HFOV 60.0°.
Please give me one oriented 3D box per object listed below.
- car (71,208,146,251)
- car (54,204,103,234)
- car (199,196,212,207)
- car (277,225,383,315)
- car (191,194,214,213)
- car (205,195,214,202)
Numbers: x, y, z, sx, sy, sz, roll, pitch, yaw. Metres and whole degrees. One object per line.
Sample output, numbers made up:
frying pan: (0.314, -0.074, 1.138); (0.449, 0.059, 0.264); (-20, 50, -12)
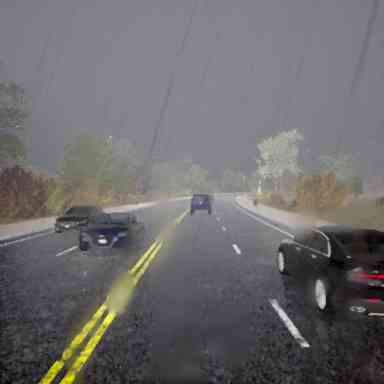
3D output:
car: (-3.171, 1.563, 13.884); (1.994, 1.385, 4.181); (0, 0, 1)
car: (-6.285, 1.503, 19.342); (1.837, 1.490, 4.892); (0, 0, 2)
car: (2.116, 1.463, 52.311); (1.837, 1.490, 4.892); (0, 0, 4)
car: (3.296, 1.507, 7.567); (1.837, 1.490, 4.892); (0, 0, 1)
car: (1.024, 1.210, 36.379); (2.150, 2.045, 5.566); (0, 0, 3)
car: (3.899, 1.395, 73.367); (1.837, 1.490, 4.892); (0, 0, 6)
